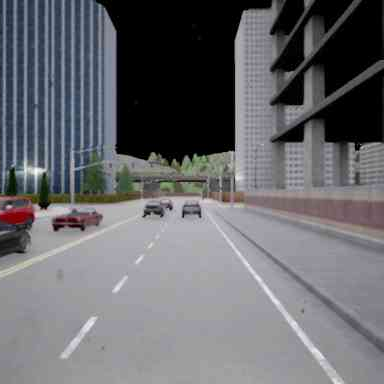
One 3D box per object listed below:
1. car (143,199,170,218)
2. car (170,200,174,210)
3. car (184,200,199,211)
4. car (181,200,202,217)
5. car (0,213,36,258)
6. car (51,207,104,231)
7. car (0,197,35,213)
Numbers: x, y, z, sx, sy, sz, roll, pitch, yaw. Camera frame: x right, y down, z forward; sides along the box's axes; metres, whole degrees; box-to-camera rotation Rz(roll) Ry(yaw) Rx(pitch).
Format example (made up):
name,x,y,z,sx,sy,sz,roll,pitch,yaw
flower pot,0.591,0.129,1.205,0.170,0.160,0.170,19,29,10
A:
name,x,y,z,sx,sy,sz,roll,pitch,yaw
car,-3.513,1.613,31.922,1.837,1.490,4.892,0,0,0
car,-3.503,1.673,44.404,1.812,1.442,4.674,0,0,0
car,-0.003,1.749,44.063,1.895,1.301,4.718,0,0,0
car,-0.011,1.600,32.132,2.128,1.511,4.902,0,0,0
car,-7.115,1.601,11.001,1.994,1.385,4.181,0,0,0
car,-7.112,1.671,21.057,1.895,1.301,4.718,0,0,0
car,-10.621,1.281,18.135,2.150,2.045,5.566,0,0,-1
